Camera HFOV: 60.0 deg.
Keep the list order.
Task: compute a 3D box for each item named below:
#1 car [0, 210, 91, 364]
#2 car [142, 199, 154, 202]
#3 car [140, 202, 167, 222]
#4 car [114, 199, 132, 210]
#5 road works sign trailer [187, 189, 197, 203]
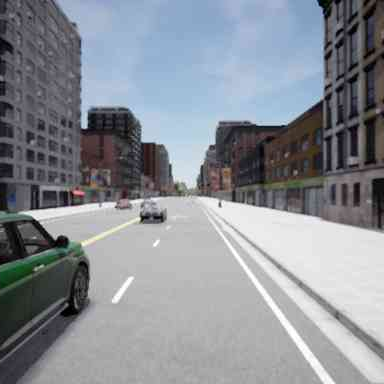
[{"bbox_3d":[-3.148,1.248,4.473,2.150,2.045,5.566,0,0,0],"label":"car"},{"bbox_3d":[-6.548,1.786,49.534,2.128,1.511,4.902,0,0,0],"label":"car"},{"bbox_3d":[-3.139,1.761,27.999,1.895,1.301,4.718,0,0,0],"label":"car"},{"bbox_3d":[-9.800,1.807,47.812,1.812,1.442,4.674,0,-1,0],"label":"car"},{"bbox_3d":[0.036,0.982,82.799,2.380,3.560,2.880,0,0,0],"label":"road works sign trailer"}]
